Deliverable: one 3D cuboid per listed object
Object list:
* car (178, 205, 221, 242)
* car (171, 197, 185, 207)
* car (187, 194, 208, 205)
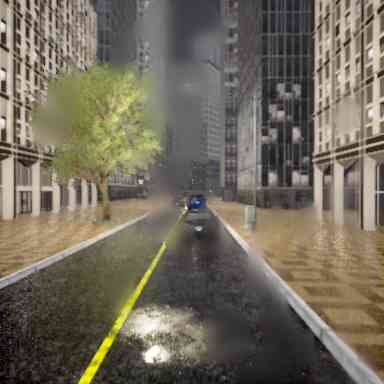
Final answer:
[{"bbox_3d":[0.357,1.564,16.316,1.994,1.385,4.181,0,0,1],"label":"car"},{"bbox_3d":[-2.089,1.544,50.427,1.837,1.490,4.892,0,-1,1],"label":"car"},{"bbox_3d":[0.620,1.240,37.816,2.150,2.045,5.566,0,0,1],"label":"car"}]
